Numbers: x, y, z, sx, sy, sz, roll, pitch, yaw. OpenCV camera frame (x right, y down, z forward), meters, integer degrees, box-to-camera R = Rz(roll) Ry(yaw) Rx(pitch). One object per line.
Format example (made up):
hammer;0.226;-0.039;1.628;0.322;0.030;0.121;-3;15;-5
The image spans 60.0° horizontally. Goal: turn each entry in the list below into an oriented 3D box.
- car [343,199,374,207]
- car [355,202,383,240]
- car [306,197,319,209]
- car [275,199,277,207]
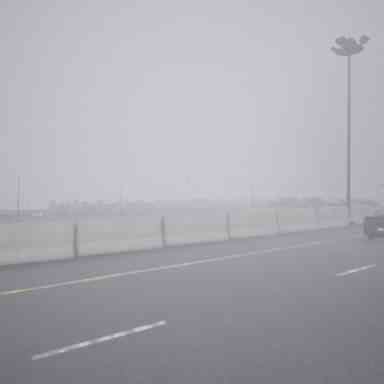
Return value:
car;16.738;1.359;33.125;5.357;1.411;2.033;0;0;-35
car;9.675;1.357;14.945;5.008;1.535;1.882;-1;0;-35
car;14.250;1.318;39.939;4.892;1.490;1.837;0;0;-35
car;11.862;1.291;42.534;5.008;1.535;1.882;0;0;-35
